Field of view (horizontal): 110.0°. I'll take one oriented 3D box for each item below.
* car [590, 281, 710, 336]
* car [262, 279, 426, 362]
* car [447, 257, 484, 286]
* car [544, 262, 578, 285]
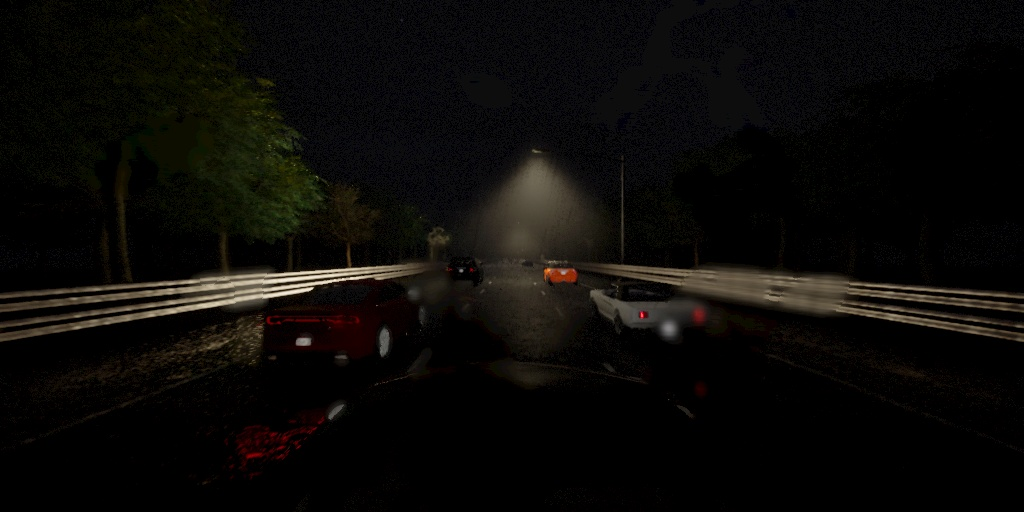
[{"bbox_3d":[3.605,1.388,10.446,1.895,1.301,4.718,0,0,0],"label":"car"},{"bbox_3d":[-3.398,1.256,8.333,1.882,1.535,5.008,0,0,0],"label":"car"},{"bbox_3d":[-3.384,1.082,26.566,2.150,2.045,5.566,0,0,0],"label":"car"},{"bbox_3d":[3.614,1.215,27.257,2.097,1.767,4.553,0,0,0],"label":"car"}]
